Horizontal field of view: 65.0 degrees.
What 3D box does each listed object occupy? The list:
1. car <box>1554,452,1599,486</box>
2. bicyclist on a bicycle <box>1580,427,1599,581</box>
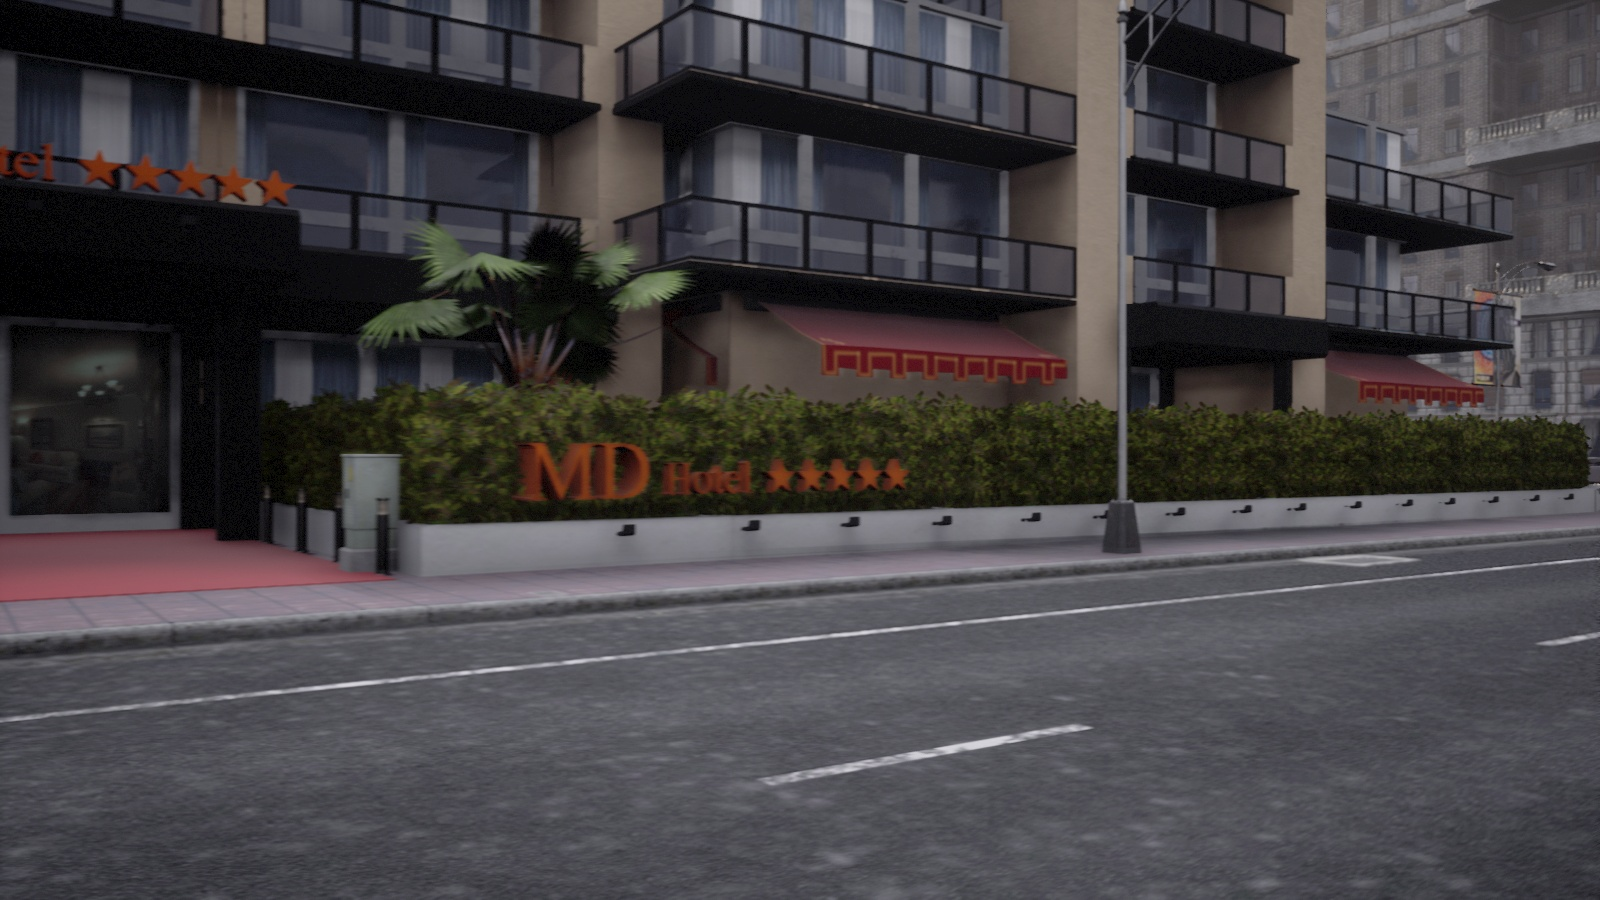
[{"bbox_3d":[35.989,0.820,55.963,1.845,1.501,3.633,0,0,-35],"label":"car"},{"bbox_3d":[10.052,0.631,14.921,1.843,1.776,0.659,0,0,-35],"label":"bicyclist on a bicycle"}]
